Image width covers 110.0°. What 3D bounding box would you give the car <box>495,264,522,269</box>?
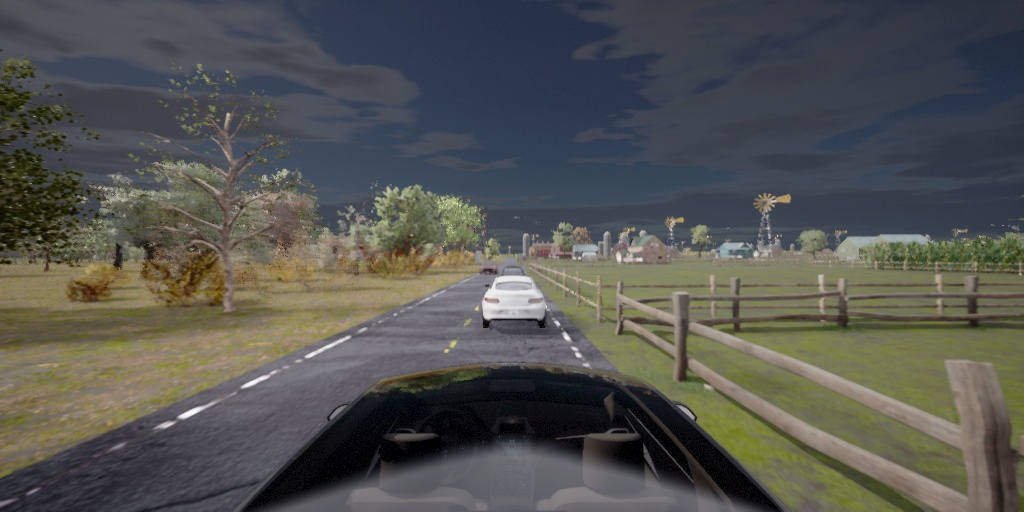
[{"bbox_3d":[0.072,1.455,27.129,2.033,1.411,5.357,0,0,0],"label":"car"}]

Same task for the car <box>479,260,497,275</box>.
[{"bbox_3d":[-2.821,1.344,43.675,2.097,1.767,4.553,0,0,0],"label":"car"}]

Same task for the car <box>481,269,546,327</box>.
[{"bbox_3d":[0.067,1.340,11.730,1.812,1.442,4.674,0,0,0],"label":"car"}]
